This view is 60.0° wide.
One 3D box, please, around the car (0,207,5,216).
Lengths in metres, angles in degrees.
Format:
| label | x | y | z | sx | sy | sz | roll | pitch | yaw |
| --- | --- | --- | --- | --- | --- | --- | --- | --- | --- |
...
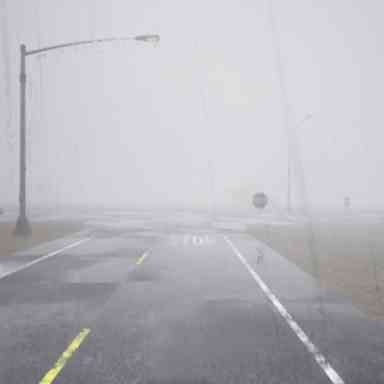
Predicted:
| label | x | y | z | sx | sy | sz | roll | pitch | yaw |
| --- | --- | --- | --- | --- | --- | --- | --- | --- | --- |
| car | -19.404 | 1.616 | 30.291 | 4.181 | 1.385 | 1.994 | 1 | 0 | 0 |
